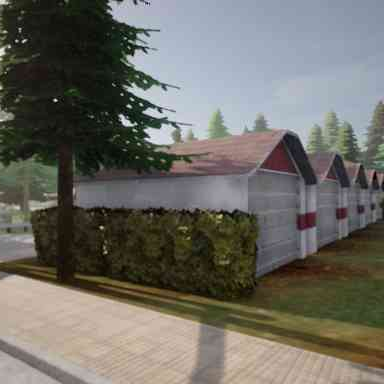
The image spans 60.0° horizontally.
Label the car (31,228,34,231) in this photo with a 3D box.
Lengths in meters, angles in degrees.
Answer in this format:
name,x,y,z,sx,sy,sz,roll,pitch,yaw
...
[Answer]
name,x,y,z,sx,sy,sz,roll,pitch,yaw
car,-8.684,2.189,24.163,2.033,1.411,5.357,-1,-1,34
